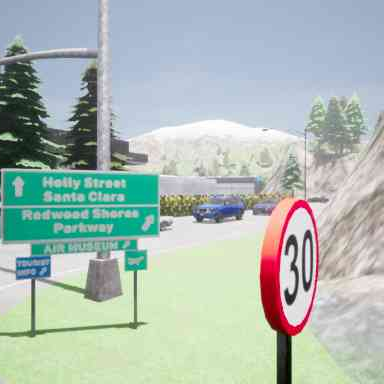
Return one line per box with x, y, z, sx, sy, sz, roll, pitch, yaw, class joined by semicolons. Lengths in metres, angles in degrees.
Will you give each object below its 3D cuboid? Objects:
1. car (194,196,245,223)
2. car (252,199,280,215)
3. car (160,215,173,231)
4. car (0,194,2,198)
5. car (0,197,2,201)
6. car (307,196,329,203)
2.405;1.413;27.890;2.150;2.045;5.566;0;0;36;car
8.316;1.544;36.049;2.097;1.767;4.553;0;0;36;car
-3.277;1.792;20.032;1.895;1.301;4.718;0;0;36;car
-38.765;1.489;69.883;4.514;1.523;2.007;0;0;35;car
-12.436;1.505;26.016;1.905;1.878;3.866;0;0;35;car
28.278;1.717;74.712;2.128;1.511;4.902;0;0;-42;car
